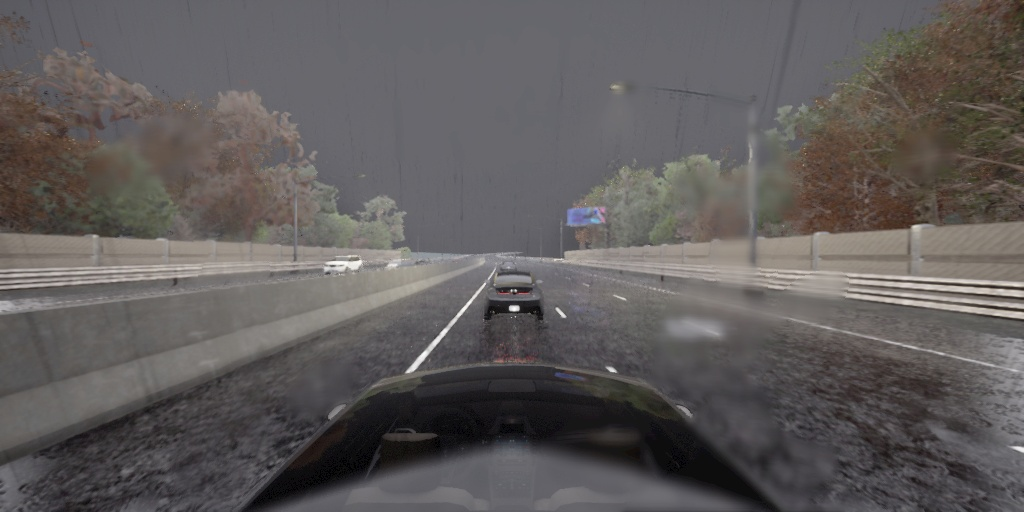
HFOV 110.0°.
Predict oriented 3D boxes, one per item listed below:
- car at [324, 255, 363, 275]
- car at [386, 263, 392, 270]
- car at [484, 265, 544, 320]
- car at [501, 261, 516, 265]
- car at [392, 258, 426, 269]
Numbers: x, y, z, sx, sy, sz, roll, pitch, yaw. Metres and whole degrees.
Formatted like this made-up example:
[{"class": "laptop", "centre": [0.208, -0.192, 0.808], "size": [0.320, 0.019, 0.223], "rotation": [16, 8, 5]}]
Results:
[{"class": "car", "centre": [-17.999, 0.960, 38.604], "size": [2.150, 2.045, 5.566], "rotation": [0, 0, -1]}, {"class": "car", "centre": [-14.663, 1.258, 45.985], "size": [1.812, 1.442, 4.674], "rotation": [0, 0, -1]}, {"class": "car", "centre": [0.052, 1.250, 12.638], "size": [1.837, 1.490, 4.892], "rotation": [0, 0, 0]}, {"class": "car", "centre": [-0.416, 1.295, 43.195], "size": [1.994, 1.385, 4.181], "rotation": [0, 0, -1]}, {"class": "car", "centre": [-11.003, 1.241, 38.621], "size": [1.837, 1.490, 4.892], "rotation": [0, 0, -1]}]
